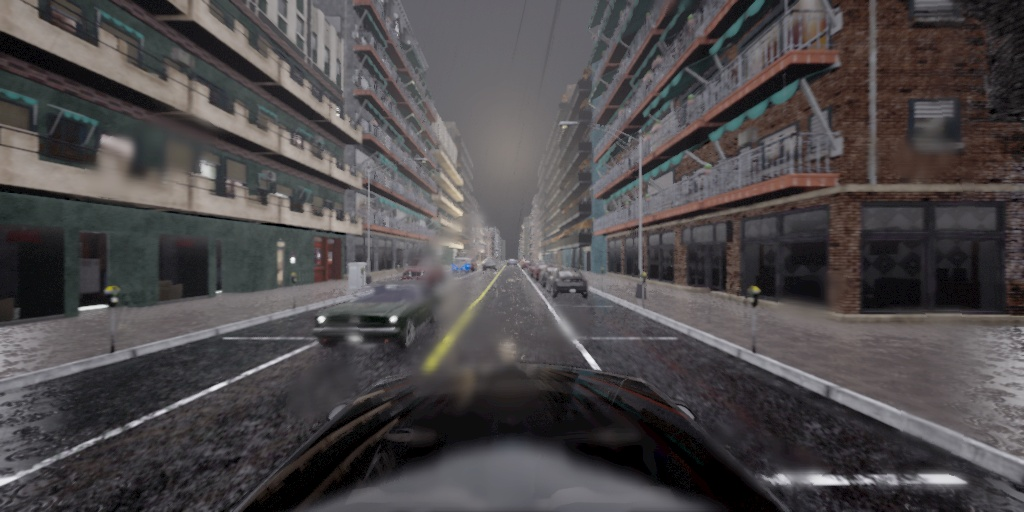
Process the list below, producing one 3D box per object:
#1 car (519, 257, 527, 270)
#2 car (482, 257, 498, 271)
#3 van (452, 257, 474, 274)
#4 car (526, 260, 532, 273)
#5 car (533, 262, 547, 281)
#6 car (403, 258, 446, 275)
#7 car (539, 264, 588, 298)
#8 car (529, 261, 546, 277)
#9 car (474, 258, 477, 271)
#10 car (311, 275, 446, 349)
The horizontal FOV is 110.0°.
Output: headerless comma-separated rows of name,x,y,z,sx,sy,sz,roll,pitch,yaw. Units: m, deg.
car,2.366,1.306,53.690,1.812,1.442,4.674,0,0,0
car,-3.064,1.277,49.680,1.837,1.490,4.892,0,0,0
van,-5.680,1.099,40.766,1.690,1.789,3.998,0,0,0
car,2.699,1.194,35.079,1.967,1.591,4.097,0,0,0
car,2.696,1.302,23.757,2.007,1.370,4.403,0,0,0
car,-5.684,1.067,23.780,2.192,1.841,5.009,0,0,0
car,2.695,1.301,18.095,2.007,1.370,4.403,0,0,0
car,2.698,1.297,29.419,1.888,1.381,4.507,0,0,0
car,-5.678,1.082,46.425,2.192,1.841,5.009,0,0,0
car,-3.098,1.352,9.331,1.895,1.301,4.718,0,0,0
